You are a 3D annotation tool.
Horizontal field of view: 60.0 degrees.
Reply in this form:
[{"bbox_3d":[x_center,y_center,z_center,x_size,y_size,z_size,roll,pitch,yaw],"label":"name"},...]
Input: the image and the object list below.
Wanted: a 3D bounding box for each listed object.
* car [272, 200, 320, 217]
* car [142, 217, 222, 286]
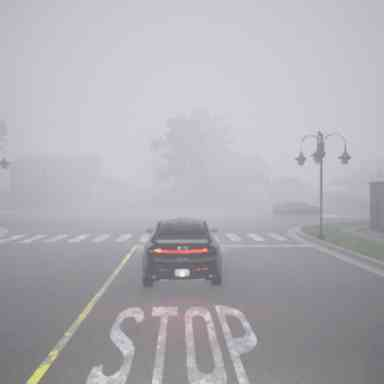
[{"bbox_3d":[9.191,1.444,29.229,4.181,1.385,1.994,0,1,-4],"label":"car"},{"bbox_3d":[-0.273,1.452,9.278,1.837,1.490,4.892,0,-1,-2],"label":"car"}]
